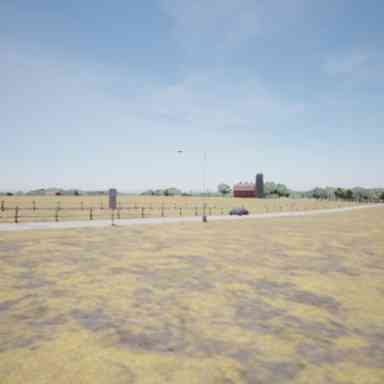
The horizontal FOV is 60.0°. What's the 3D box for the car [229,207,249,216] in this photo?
[{"bbox_3d":[7.754,3.216,54.777,1.994,1.385,4.181,0,-2,36],"label":"car"}]
